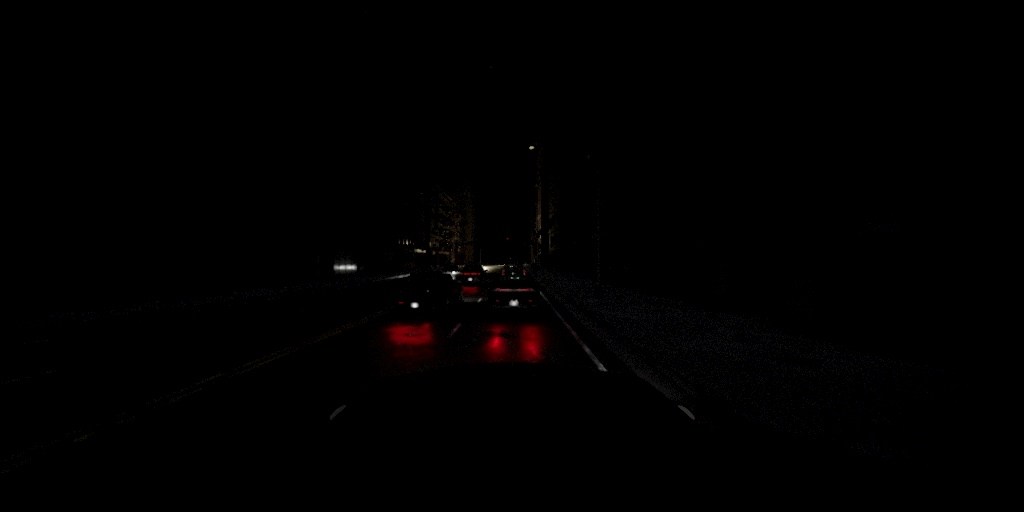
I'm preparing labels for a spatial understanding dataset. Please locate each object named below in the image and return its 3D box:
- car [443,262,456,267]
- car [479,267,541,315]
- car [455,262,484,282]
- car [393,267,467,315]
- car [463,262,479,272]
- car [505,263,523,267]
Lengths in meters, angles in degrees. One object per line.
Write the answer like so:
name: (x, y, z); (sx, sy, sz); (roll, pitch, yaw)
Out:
car: (-9.597, 1.736, 55.978); (1.812, 1.442, 4.674); (0, 0, 1)
car: (0.092, 1.356, 14.154); (2.128, 1.511, 4.902); (0, 0, 1)
car: (-3.093, 1.502, 29.194); (1.837, 1.490, 4.892); (0, 0, 1)
car: (-3.158, 1.370, 14.178); (1.837, 1.490, 4.892); (0, 0, 1)
car: (-6.348, 1.738, 56.028); (1.812, 1.442, 4.674); (0, 0, 0)
car: (0.155, 1.347, 29.086); (2.097, 1.767, 4.553); (0, -1, 1)
